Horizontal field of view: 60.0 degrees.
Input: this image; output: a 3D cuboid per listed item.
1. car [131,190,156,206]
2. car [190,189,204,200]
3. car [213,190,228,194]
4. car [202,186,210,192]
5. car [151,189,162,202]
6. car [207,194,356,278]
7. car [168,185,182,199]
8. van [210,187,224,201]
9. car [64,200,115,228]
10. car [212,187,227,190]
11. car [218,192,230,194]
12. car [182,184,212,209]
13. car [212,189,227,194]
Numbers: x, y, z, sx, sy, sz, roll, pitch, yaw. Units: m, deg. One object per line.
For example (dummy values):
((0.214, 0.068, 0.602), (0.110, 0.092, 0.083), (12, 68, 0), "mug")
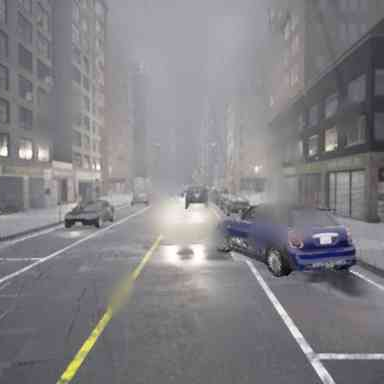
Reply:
((-5.230, 0.713, 34.761), (1.802, 1.307, 4.206), (0, 1, 1), "car")
((0.693, 0.339, 47.530), (1.812, 1.442, 4.674), (0, 1, 1), "car")
((3.226, 0.822, 29.139), (2.008, 1.369, 4.403), (0, 1, 1), "car")
((3.704, -0.767, 89.578), (1.967, 1.590, 4.097), (0, 1, -1), "car")
((-5.160, 0.560, 40.283), (1.947, 1.339, 4.313), (0, 1, 1), "car")
((2.386, 1.104, 9.762), (2.097, 1.767, 4.553), (0, 1, -20), "car")
((-2.370, -0.060, 51.540), (2.150, 2.045, 5.566), (0, 1, 1), "car")
((3.435, 0.200, 45.698), (1.690, 1.788, 3.998), (0, 1, 1), "van")
((-5.439, 1.109, 18.191), (1.947, 1.339, 4.313), (0, 1, 1), "car")
((3.366, 0.311, 40.176), (2.192, 1.841, 5.009), (0, 1, 1), "car")
((3.156, 0.959, 23.617), (2.008, 1.369, 4.403), (0, 1, 1), "car")
((0.482, 0.434, 31.198), (2.150, 2.045, 5.566), (0, 1, 1), "car")
((3.296, 0.699, 34.660), (1.947, 1.339, 4.313), (0, 1, 1), "car")
